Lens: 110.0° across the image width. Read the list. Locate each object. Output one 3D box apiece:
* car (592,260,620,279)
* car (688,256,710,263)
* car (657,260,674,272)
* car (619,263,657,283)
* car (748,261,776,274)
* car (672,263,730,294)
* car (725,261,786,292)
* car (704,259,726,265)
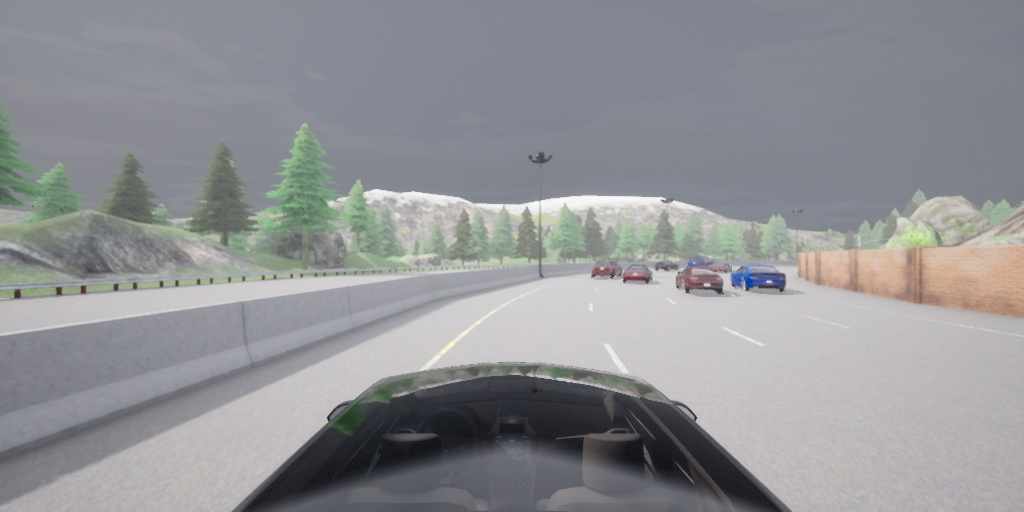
[{"bbox_3d":[9.230,1.182,34.442,2.097,1.767,4.553,0,0,29],"label":"car"},{"bbox_3d":[26.698,1.095,50.278,5.566,2.045,2.150,1,-1,-41],"label":"car"},{"bbox_3d":[21.806,1.376,50.474,4.892,1.490,1.837,1,-1,-45],"label":"car"},{"bbox_3d":[10.243,1.381,28.972,1.994,1.385,4.181,0,0,26],"label":"car"},{"bbox_3d":[31.182,1.344,44.653,5.008,1.535,1.882,1,-1,-43],"label":"car"},{"bbox_3d":[10.651,1.325,20.559,1.812,1.442,4.674,0,0,16],"label":"car"},{"bbox_3d":[14.868,1.283,21.916,1.882,1.535,5.008,0,0,19],"label":"car"},{"bbox_3d":[25.926,1.426,44.550,1.994,1.385,4.181,0,0,43],"label":"car"}]
